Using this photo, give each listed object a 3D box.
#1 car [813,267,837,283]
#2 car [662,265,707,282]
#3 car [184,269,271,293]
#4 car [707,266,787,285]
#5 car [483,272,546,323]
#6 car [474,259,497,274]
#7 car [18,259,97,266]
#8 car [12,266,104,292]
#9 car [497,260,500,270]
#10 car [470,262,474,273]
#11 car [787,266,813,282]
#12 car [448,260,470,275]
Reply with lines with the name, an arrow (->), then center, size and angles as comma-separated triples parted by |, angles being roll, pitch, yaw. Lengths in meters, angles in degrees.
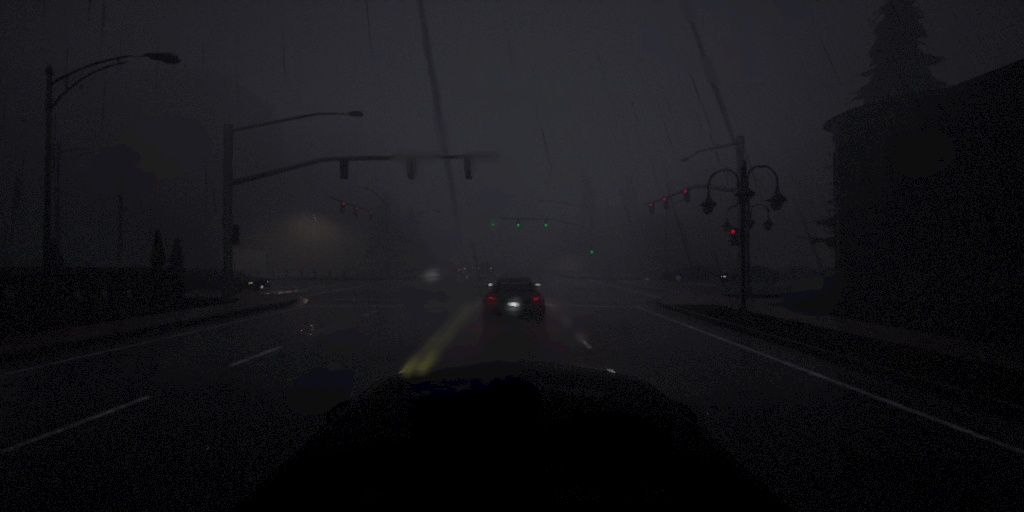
car -> 28.468, 1.261, 29.468 | 5.566, 2.045, 2.150 | 0, -1, -7
car -> 16.197, 1.549, 32.489 | 5.008, 1.535, 1.882 | 0, -1, -2
car -> -18.005, 1.510, 22.129 | 5.357, 1.411, 2.033 | 0, -1, 2
car -> 18.958, 1.540, 29.049 | 4.892, 1.490, 1.837 | 0, -1, -1
car -> 0.084, 1.428, 12.595 | 1.994, 1.385, 4.181 | 0, -1, 0
car -> -3.587, 1.602, 49.594 | 2.097, 1.767, 4.553 | 0, -1, 0
car -> -31.957, 1.221, 25.694 | 5.566, 2.045, 2.150 | 0, -1, 0
car -> -28.074, 1.511, 22.188 | 5.357, 1.411, 2.033 | 0, -1, 0
car -> -3.574, 1.835, 58.636 | 2.128, 1.511, 4.902 | 0, -1, 0
car -> -7.081, 1.809, 56.083 | 2.128, 1.511, 4.902 | 0, -1, 0
car -> 25.529, 1.600, 32.753 | 4.674, 1.442, 1.812 | 0, -1, -4
car -> -7.094, 1.697, 46.658 | 1.882, 1.535, 5.008 | 0, -1, 0
